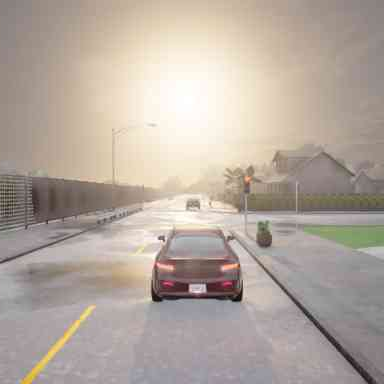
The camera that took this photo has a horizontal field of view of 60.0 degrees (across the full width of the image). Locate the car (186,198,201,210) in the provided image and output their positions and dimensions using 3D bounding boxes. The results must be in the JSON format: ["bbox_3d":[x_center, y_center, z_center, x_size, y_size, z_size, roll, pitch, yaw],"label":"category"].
[{"bbox_3d":[0.163,1.505,44.131,1.837,1.490,4.892,0,0,0],"label":"car"}]

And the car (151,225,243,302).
[{"bbox_3d":[0.104,1.526,8.132,1.812,1.442,4.674,0,0,0],"label":"car"}]
